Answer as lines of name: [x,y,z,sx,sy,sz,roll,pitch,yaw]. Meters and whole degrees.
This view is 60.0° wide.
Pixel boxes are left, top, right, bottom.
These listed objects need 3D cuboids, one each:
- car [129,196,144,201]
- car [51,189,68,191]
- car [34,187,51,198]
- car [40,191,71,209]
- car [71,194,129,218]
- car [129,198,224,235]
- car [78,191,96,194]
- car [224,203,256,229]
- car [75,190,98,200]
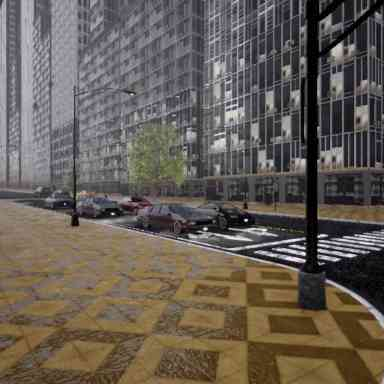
car: [-4.642,1.085,27.566,1.812,1.442,4.674,0,1,-38]
car: [-25.375,0.275,65.018,1.837,1.490,4.892,0,1,-38]
car: [-28.501,-0.022,63.742,2.150,2.045,5.566,0,1,-38]
car: [-13.428,0.941,33.538,1.994,1.385,4.181,0,1,-38]
car: [-7.221,1.109,25.589,2.033,1.411,5.357,0,1,-38]
car: [-1.004,1.294,17.660,2.033,1.411,5.357,0,1,-38]
car: [-11.056,0.916,35.779,2.033,1.411,5.357,0,1,-38]
car: [1.687,1.311,19.496,1.994,1.385,4.181,0,1,-38]
car: [-17.490,0.488,54.906,1.882,1.535,5.008,0,1,-38]
